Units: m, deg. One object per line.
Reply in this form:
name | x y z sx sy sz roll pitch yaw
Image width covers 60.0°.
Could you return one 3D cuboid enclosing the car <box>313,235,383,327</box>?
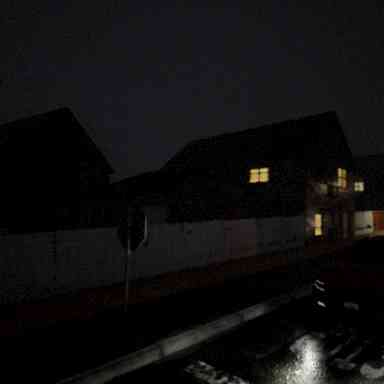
car | 4.502 1.749 7.502 5.008 1.535 1.882 2 -4 -45
